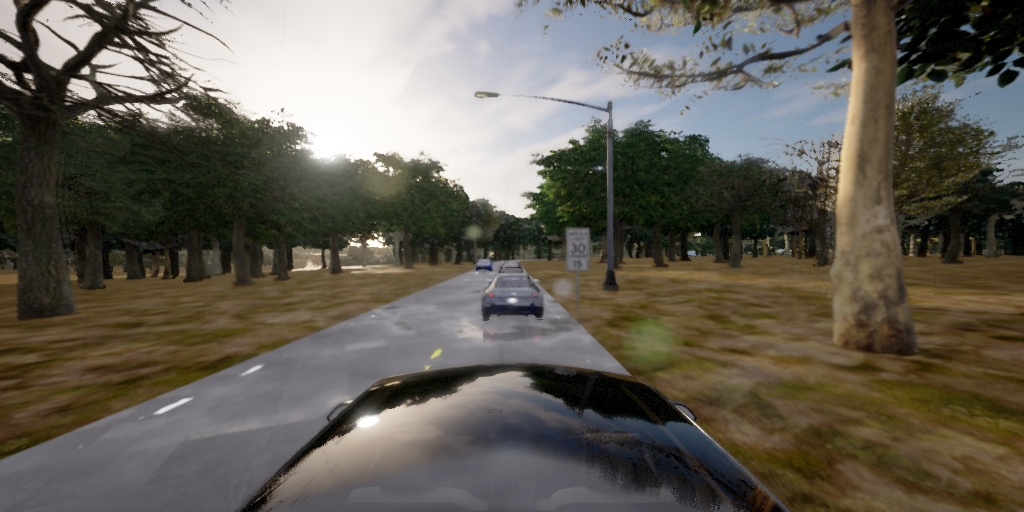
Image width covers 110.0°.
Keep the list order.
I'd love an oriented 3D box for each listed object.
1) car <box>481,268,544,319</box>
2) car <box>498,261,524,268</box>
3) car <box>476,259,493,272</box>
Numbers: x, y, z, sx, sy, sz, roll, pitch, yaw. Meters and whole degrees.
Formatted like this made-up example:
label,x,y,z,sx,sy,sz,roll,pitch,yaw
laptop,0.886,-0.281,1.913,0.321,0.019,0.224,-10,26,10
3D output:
label,x,y,z,sx,sy,sz,roll,pitch,yaw
car,0.021,1.283,12.610,1.994,1.385,4.181,0,0,0
car,-0.072,1.178,29.300,2.128,1.511,4.902,0,0,0
car,-3.335,1.136,43.799,1.882,1.535,5.008,0,0,0
